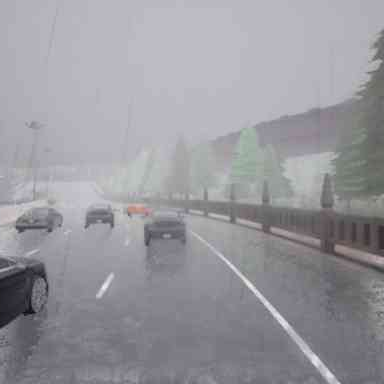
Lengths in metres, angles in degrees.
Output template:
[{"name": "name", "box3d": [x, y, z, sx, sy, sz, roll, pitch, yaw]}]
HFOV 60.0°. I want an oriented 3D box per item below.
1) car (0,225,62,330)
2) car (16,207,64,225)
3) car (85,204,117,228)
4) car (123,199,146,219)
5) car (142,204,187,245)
[{"name": "car", "box3d": [-3.701, 1.525, 4.720, 2.128, 1.511, 4.902, 0, 0, -2]}, {"name": "car", "box3d": [-9.262, 1.656, 20.544, 2.033, 1.411, 5.357, 0, 0, -12]}, {"name": "car", "box3d": [-6.416, 1.607, 23.422, 1.837, 1.490, 4.892, 0, 0, -13]}, {"name": "car", "box3d": [-5.712, 1.482, 33.715, 2.097, 1.767, 4.553, 0, 0, -18]}, {"name": "car", "box3d": [-1.363, 1.560, 15.950, 1.837, 1.490, 4.892, 0, 0, -8]}]
